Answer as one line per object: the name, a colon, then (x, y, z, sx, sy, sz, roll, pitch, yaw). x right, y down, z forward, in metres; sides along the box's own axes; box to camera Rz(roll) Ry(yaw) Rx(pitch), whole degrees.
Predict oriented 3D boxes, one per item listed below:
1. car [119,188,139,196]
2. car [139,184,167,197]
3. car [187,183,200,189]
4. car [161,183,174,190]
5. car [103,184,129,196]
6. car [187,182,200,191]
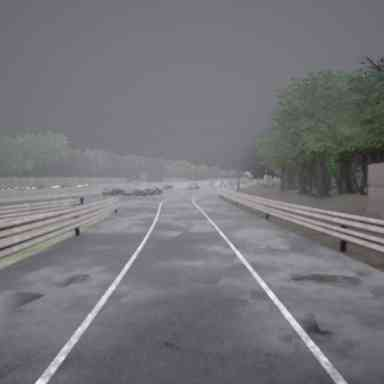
car: (-9.434, -0.033, 53.684, 1.994, 1.385, 4.181, 0, 2, 16)
car: (-6.066, -0.076, 52.730, 1.837, 1.490, 4.892, 0, 2, 16)
car: (0.359, -1.540, 88.207, 2.033, 1.411, 5.357, 0, 2, 16)
car: (-5.739, -1.158, 79.534, 2.128, 1.511, 4.902, 0, 2, 16)
car: (-12.799, -0.123, 54.641, 2.128, 1.511, 4.902, 0, 2, 16)
car: (0.443, -1.026, 75.678, 2.033, 1.411, 5.357, 0, 2, 16)
